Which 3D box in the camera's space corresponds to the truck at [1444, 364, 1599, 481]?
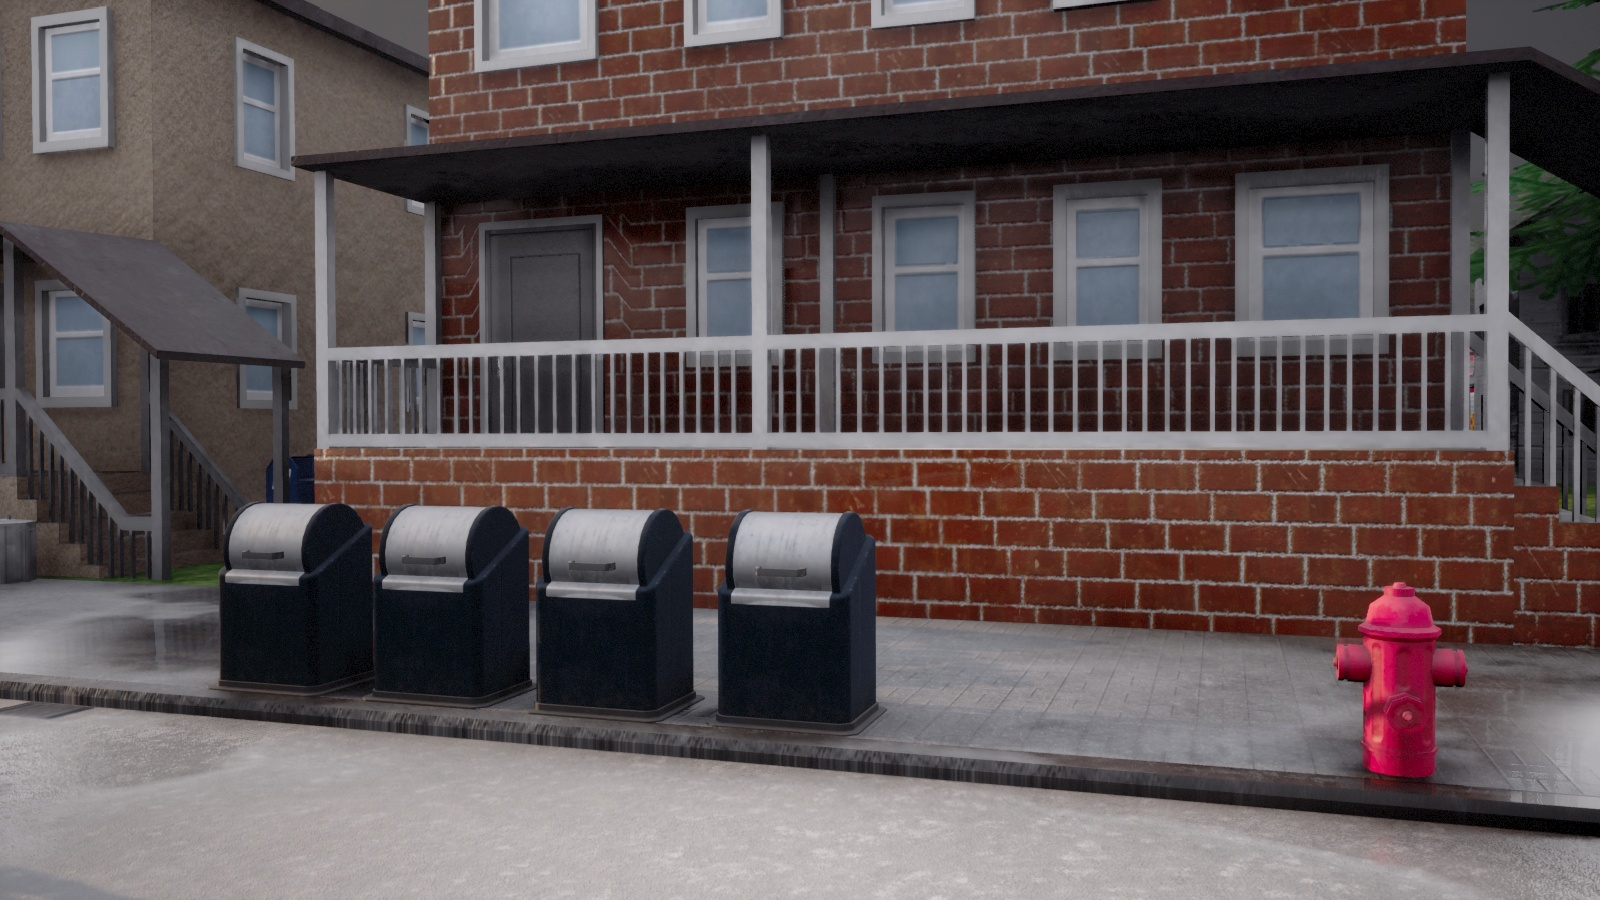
[{"bbox_3d":[26.759,-0.918,42.503,8.468,3.827,2.891,1,1,18],"label":"truck"}]
